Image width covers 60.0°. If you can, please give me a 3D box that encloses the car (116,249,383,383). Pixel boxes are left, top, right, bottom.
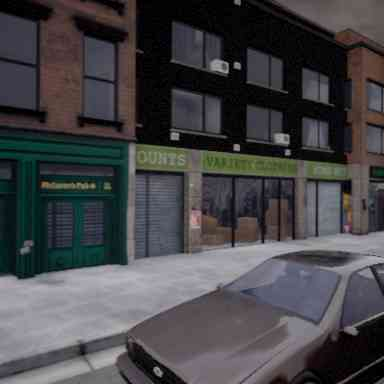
[{"bbox_3d":[1.793,1.570,4.534,5.357,1.411,2.033,0,0,-35],"label":"car"}]
